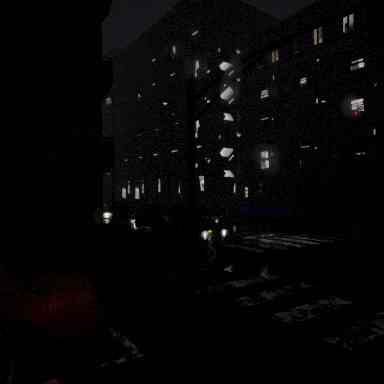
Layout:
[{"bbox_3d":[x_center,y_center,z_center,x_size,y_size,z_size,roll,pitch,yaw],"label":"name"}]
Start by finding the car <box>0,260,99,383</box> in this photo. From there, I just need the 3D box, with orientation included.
[{"bbox_3d":[-2.961,1.351,1.269,4.553,1.767,2.097,0,0,-35],"label":"car"}]

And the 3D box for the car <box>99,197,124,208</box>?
[{"bbox_3d":[-11.616,1.463,47.858,1.887,1.381,4.507,-1,0,-36],"label":"car"}]

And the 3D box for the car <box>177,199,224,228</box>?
[{"bbox_3d":[0.043,1.473,21.859,2.128,1.511,4.902,-1,0,-36],"label":"car"}]

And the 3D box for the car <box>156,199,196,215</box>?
[{"bbox_3d":[-1.761,1.450,34.235,1.752,1.417,4.829,0,0,-36],"label":"car"}]

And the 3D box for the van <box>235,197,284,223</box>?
[{"bbox_3d":[4.975,1.280,24.922,1.690,1.788,3.998,0,0,-36],"label":"van"}]

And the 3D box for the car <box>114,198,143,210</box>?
[{"bbox_3d":[-8.298,1.463,43.271,1.887,1.381,4.507,-1,0,-36],"label":"car"}]

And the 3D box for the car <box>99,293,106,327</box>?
[{"bbox_3d":[-3.559,1.525,4.030,4.829,1.417,1.752,0,0,-35],"label":"car"}]

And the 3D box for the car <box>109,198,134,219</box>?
[{"bbox_3d":[-5.350,1.532,29.308,1.994,1.385,4.181,-1,0,-37],"label":"car"}]

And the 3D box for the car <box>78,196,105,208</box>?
[{"bbox_3d":[-14.261,1.429,47.003,2.128,1.511,4.902,-1,0,-36],"label":"car"}]

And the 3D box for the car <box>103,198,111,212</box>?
[{"bbox_3d":[-11.337,1.439,37.608,1.882,1.535,5.008,-1,0,-36],"label":"car"}]

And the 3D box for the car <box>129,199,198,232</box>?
[{"bbox_3d":[-1.826,1.441,20.026,1.967,1.590,4.097,0,0,-36],"label":"car"}]
